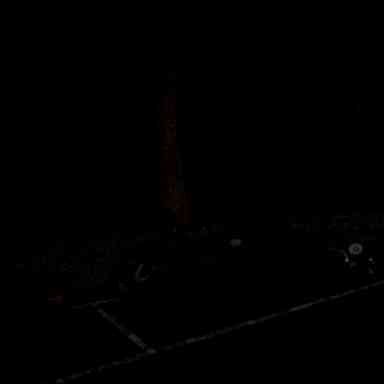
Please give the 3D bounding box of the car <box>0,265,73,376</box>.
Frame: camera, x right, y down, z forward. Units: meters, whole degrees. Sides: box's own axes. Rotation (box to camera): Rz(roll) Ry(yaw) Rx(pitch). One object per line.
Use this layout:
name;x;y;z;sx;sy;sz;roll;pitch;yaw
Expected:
car;-3.662;1.575;4.038;4.206;1.307;1.802;1;0;-35

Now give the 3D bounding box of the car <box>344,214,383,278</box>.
car;5.317;1.543;10.439;4.097;1.590;1.967;1;0;-35

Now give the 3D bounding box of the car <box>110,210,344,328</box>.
car;0.829;1.363;7.240;5.009;1.841;2.192;1;0;-35
